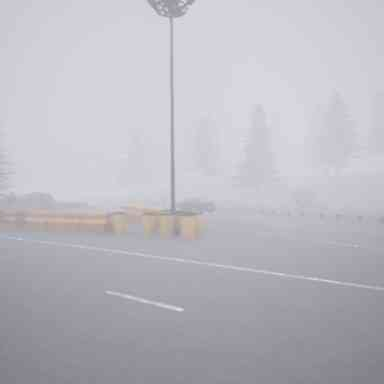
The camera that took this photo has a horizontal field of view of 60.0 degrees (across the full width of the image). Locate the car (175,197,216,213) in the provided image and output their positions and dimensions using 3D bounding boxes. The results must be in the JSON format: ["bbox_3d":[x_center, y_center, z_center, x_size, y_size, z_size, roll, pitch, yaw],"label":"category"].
[{"bbox_3d":[0.214,1.219,31.548,1.882,1.535,5.008,-1,1,-34],"label":"car"}]
